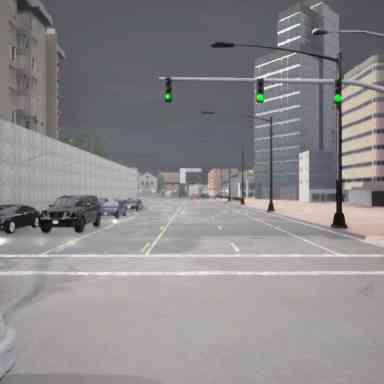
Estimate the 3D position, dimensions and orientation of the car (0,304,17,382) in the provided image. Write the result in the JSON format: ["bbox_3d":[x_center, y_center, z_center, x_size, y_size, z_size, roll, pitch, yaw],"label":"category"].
[{"bbox_3d":[-4.190,1.528,3.135,4.674,1.442,1.812,0,0,0],"label":"car"}]

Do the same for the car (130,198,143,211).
[{"bbox_3d":[-7.116,1.484,40.053,2.128,1.511,4.902,0,0,0],"label":"car"}]

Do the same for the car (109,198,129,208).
[{"bbox_3d":[-10.586,1.592,48.383,1.895,1.301,4.718,0,0,0],"label":"car"}]

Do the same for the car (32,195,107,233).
[{"bbox_3d":[-7.109,1.218,20.070,2.150,2.045,5.566,0,0,0],"label":"car"}]

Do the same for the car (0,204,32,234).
[{"bbox_3d":[-10.612,1.501,19.438,1.837,1.490,4.892,0,0,0],"label":"car"}]

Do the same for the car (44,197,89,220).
[{"bbox_3d":[-10.618,1.347,28.505,2.097,1.767,4.553,0,0,0],"label":"car"}]

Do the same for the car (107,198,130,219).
[{"bbox_3d":[-7.117,1.520,29.711,1.812,1.442,4.674,0,0,0],"label":"car"}]

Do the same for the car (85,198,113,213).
[{"bbox_3d":[-10.618,1.498,38.323,1.837,1.490,4.892,0,0,0],"label":"car"}]
